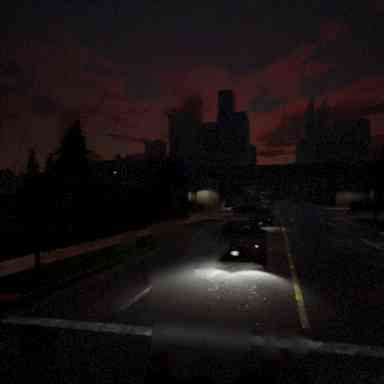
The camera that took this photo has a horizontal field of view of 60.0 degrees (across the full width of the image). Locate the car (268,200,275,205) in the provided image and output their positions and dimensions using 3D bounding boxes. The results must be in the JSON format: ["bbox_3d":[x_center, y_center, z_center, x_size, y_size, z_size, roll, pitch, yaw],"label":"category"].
[{"bbox_3d":[22.125,3.085,92.717,2.097,1.767,4.553,-1,-1,15],"label":"car"}]

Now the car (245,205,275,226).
[{"bbox_3d":[6.039,2.100,28.427,2.033,1.411,5.357,-1,-1,15],"label":"car"}]

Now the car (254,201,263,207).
[{"bbox_3d":[18.734,3.337,93.565,2.128,1.511,4.902,-1,-1,15],"label":"car"}]

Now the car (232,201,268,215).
[{"bbox_3d":[7.790,2.436,47.021,1.882,1.535,5.008,1,-2,-41],"label":"car"}]

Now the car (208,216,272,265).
[{"bbox_3d":[1.887,1.838,12.739,1.994,1.385,4.181,-1,-1,15],"label":"car"}]
